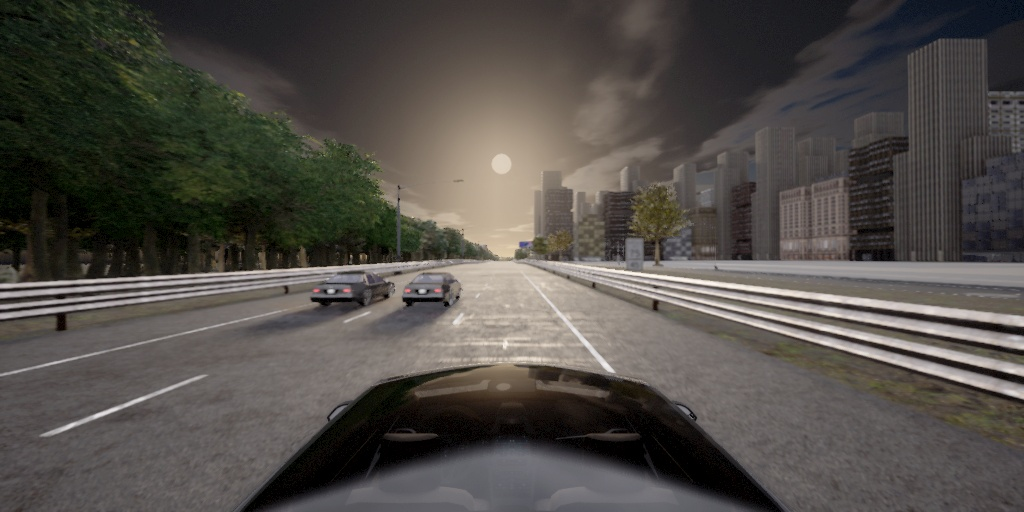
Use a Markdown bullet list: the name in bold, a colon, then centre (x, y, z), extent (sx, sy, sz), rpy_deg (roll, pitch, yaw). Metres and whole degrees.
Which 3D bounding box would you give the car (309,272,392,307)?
- **car**: centre (-6.951, 1.409, 16.272), extent (2.033, 1.411, 5.357), rpy_deg (0, 0, 0)

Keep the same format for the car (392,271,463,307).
- **car**: centre (-3.451, 1.406, 16.285), extent (2.033, 1.411, 5.357), rpy_deg (0, 0, 0)
